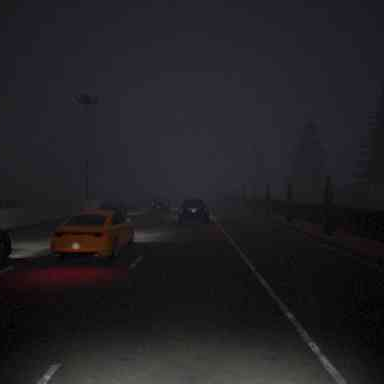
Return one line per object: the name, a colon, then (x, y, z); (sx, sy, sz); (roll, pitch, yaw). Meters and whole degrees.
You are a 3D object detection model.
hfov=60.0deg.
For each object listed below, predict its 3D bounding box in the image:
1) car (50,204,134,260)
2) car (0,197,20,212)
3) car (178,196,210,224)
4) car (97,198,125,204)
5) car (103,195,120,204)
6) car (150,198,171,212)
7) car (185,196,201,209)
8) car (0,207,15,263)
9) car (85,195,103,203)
car: (-3.396, 1.417, 12.189); (1.882, 1.535, 5.008); (0, 0, 0)
car: (-21.085, 1.316, 36.253); (2.128, 1.511, 4.902); (0, 0, 0)
car: (0.107, 1.235, 23.499); (2.097, 1.767, 4.553); (0, 0, 0)
car: (-6.891, 1.384, 28.914); (1.812, 1.442, 4.674); (0, 0, 0)
car: (-14.005, 1.276, 58.279); (1.994, 1.385, 4.181); (0, 0, 1)
car: (-3.402, 1.348, 35.977); (1.812, 1.442, 4.674); (0, 0, 0)
car: (0.113, 1.268, 42.434); (1.882, 1.535, 5.008); (0, 0, 0)
car: (-6.898, 1.308, 8.902); (2.097, 1.767, 4.553); (0, 0, 0)
car: (-17.494, 1.269, 59.469); (1.994, 1.385, 4.181); (0, 0, 0)
